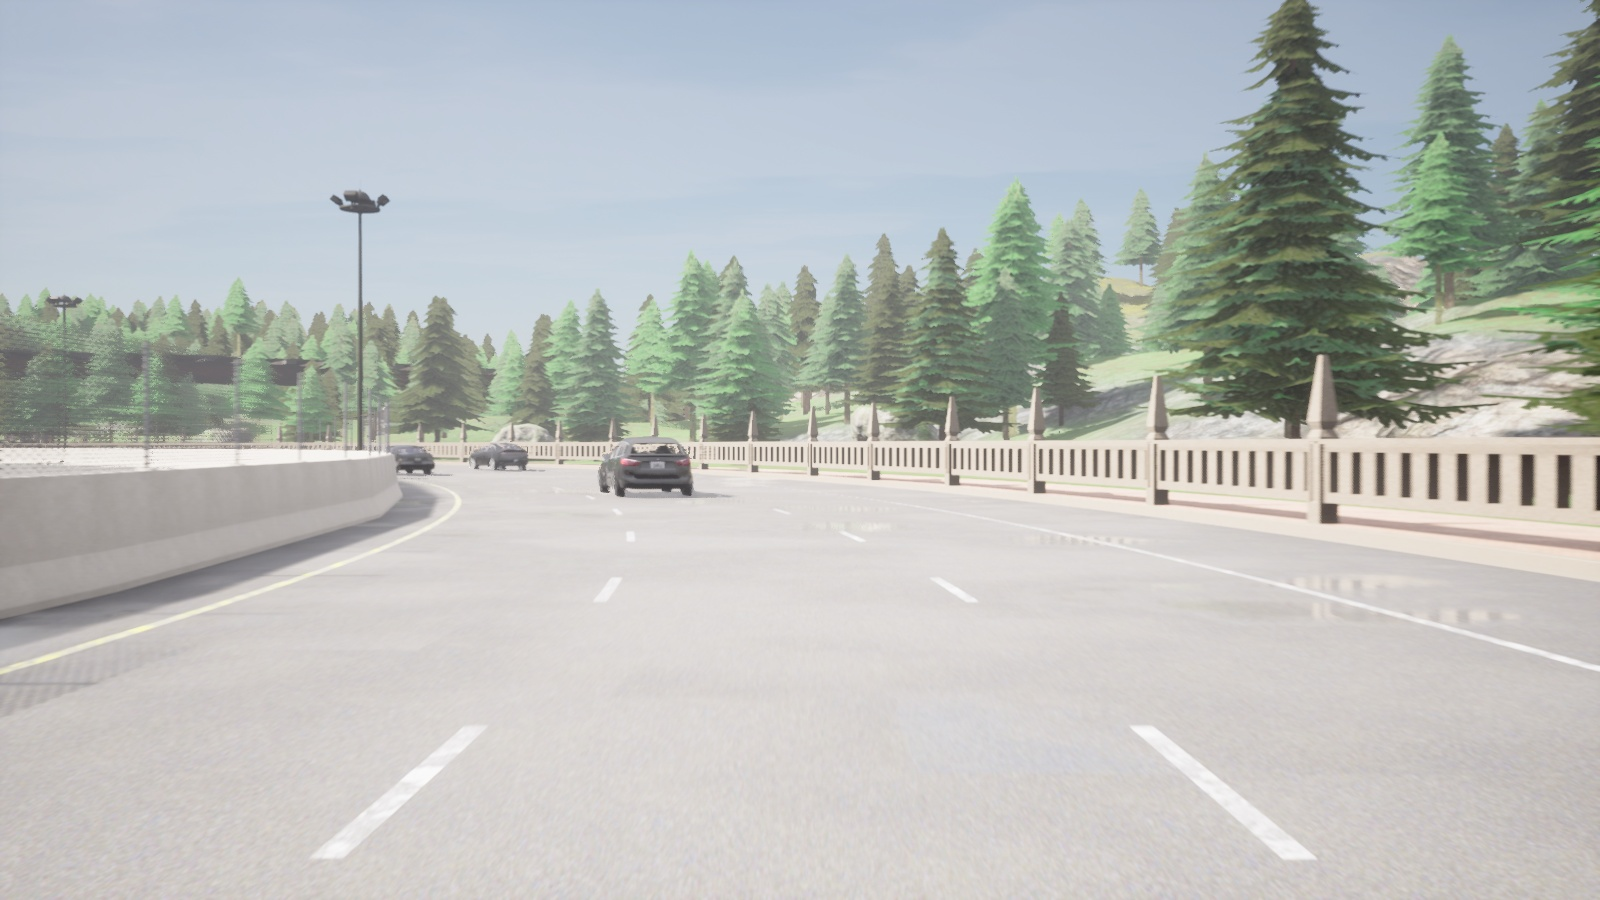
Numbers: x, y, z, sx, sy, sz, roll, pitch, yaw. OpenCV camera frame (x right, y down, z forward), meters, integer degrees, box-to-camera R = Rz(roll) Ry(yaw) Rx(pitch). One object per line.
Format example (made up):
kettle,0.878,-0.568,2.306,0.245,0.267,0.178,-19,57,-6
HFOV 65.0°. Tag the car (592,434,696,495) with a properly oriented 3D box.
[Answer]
car,-4.619,0.383,36.614,2.242,1.667,4.611,0,0,-17

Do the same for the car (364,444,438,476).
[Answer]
car,-19.157,0.445,60.104,2.033,1.411,5.357,0,0,-33

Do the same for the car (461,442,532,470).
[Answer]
car,-16.693,0.306,68.894,2.128,1.511,4.902,0,0,-35
